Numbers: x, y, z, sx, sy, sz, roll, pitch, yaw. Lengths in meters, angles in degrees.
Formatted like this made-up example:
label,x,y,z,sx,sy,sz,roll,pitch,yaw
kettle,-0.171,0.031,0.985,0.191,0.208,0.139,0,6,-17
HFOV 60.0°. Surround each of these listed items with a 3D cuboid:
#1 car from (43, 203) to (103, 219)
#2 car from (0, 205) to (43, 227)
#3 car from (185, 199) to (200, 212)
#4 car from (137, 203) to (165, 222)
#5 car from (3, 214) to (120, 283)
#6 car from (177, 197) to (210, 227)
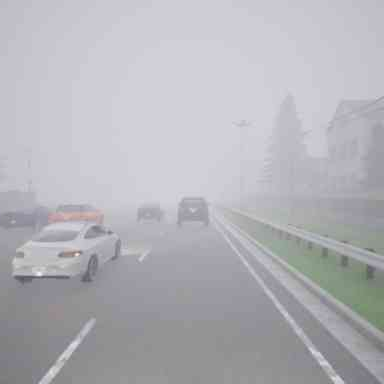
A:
label,x,y,z,sx,sy,sz,roll,pitch,yaw
car,-6.909,1.464,20.389,2.097,1.767,4.553,0,0,0
car,-10.407,1.598,21.831,1.882,1.535,5.008,0,0,0
car,0.084,1.738,42.766,1.837,1.490,4.892,0,0,0
car,-3.411,1.631,28.093,1.882,1.535,5.008,0,0,0
car,-3.404,1.580,9.716,1.812,1.442,4.674,0,0,0
car,0.100,1.354,24.311,2.150,2.045,5.566,0,0,0
